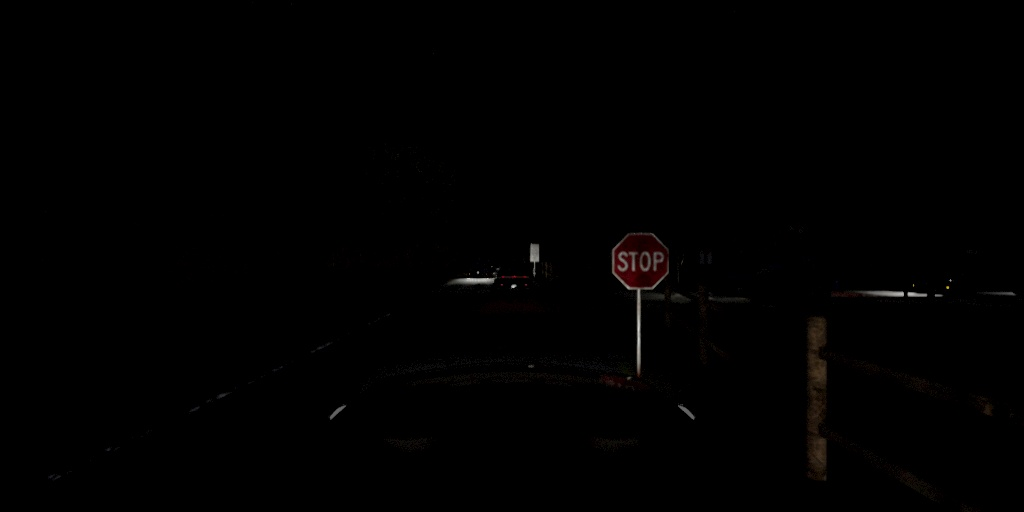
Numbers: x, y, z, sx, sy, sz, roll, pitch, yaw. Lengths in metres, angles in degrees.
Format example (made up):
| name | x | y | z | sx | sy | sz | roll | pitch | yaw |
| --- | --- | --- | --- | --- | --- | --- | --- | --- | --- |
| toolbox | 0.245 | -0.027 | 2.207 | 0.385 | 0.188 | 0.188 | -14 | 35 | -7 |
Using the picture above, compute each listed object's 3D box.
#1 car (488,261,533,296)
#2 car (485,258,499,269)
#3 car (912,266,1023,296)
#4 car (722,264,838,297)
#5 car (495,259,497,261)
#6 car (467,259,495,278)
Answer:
| name | x | y | z | sx | sy | sz | roll | pitch | yaw |
| --- | --- | --- | --- | --- | --- | --- | --- | --- | --- |
| car | 0.080 | 1.196 | 19.083 | 2.128 | 1.511 | 4.902 | 0 | 0 | 0 |
| car | -2.877 | 1.109 | 51.626 | 1.812 | 1.442 | 4.674 | 0 | 0 | 0 |
| car | 22.627 | 1.182 | 17.735 | 4.181 | 1.385 | 1.994 | 0 | 0 | 0 |
| car | 12.972 | 1.137 | 17.530 | 5.008 | 1.535 | 1.882 | 0 | 0 | -2 |
| car | -2.879 | 1.130 | 41.399 | 1.837 | 1.490 | 4.892 | 0 | 0 | 0 |
| car | -2.872 | 1.223 | 32.538 | 1.994 | 1.385 | 4.181 | 0 | 0 | 1 |
